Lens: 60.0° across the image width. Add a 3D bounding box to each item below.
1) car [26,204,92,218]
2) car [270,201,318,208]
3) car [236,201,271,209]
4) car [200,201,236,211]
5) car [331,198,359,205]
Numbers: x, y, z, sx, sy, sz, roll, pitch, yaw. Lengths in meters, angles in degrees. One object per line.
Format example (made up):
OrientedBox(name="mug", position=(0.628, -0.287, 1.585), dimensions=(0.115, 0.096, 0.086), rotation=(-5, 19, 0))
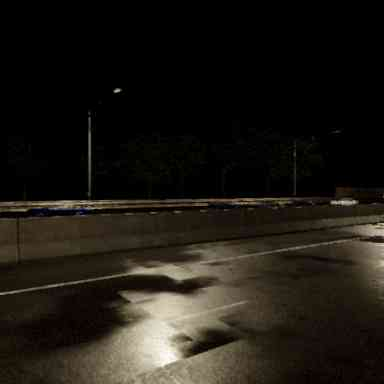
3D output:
OrientedBox(name="car", position=(-10.607, 1.599, 26.522), dimensions=(4.718, 1.301, 1.895), rotation=(0, 0, -35))
OrientedBox(name="car", position=(8.965, 1.525, 27.583), dimensions=(4.674, 1.442, 1.812), rotation=(0, 0, -35))
OrientedBox(name="car", position=(6.908, 1.547, 30.418), dimensions=(5.357, 1.411, 2.033), rotation=(0, 0, -35))
OrientedBox(name="car", position=(2.811, 1.563, 31.791), dimensions=(4.181, 1.385, 1.994), rotation=(0, 0, -35))
OrientedBox(name="car", position=(23.239, 1.614, 50.600), dimensions=(4.718, 1.301, 1.895), rotation=(0, 0, -35))
